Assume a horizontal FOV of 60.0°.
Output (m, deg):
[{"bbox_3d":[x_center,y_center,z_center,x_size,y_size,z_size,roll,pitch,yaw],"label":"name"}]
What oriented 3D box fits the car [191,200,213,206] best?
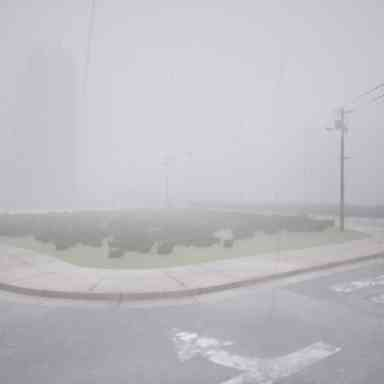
[{"bbox_3d":[1.441,1.910,53.067,1.994,1.385,4.181,1,0,-35],"label":"car"}]
